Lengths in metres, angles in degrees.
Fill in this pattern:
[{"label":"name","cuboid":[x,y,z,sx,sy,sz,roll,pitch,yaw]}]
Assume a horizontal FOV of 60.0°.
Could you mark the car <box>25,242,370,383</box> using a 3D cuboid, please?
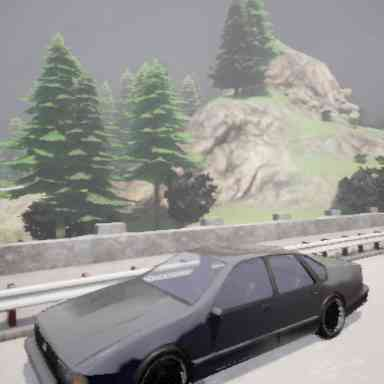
[{"label":"car","cuboid":[0.556,1.536,5.000,5.357,1.411,2.033,0,0,-35]}]
